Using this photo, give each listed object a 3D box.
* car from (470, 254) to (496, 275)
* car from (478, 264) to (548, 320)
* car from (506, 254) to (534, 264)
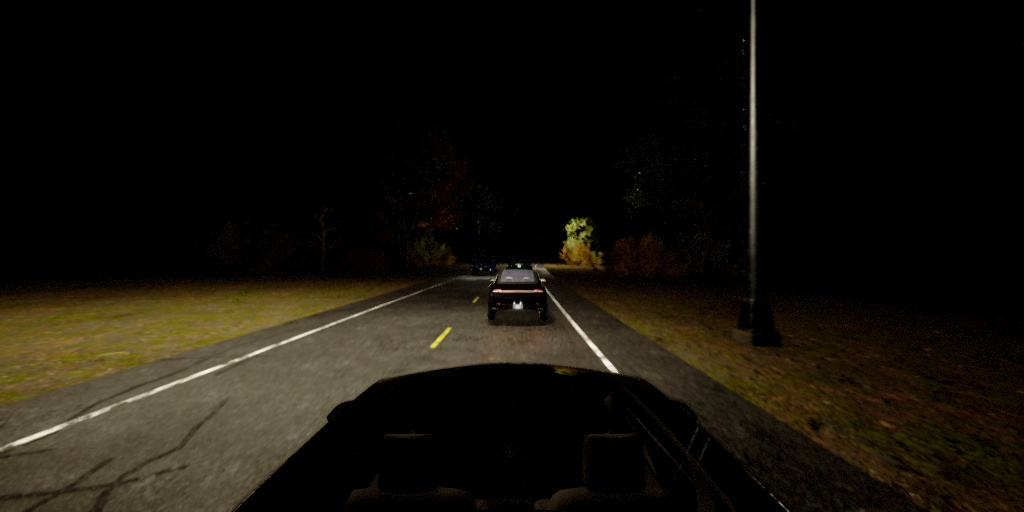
[{"bbox_3d":[-2.800,0.866,36.543,2.150,2.045,5.566,0,0,3],"label":"car"},{"bbox_3d":[0.201,1.214,12.571,2.128,1.511,4.902,0,0,1],"label":"car"},{"bbox_3d":[0.680,0.889,31.256,2.150,2.045,5.566,0,0,2],"label":"car"}]
